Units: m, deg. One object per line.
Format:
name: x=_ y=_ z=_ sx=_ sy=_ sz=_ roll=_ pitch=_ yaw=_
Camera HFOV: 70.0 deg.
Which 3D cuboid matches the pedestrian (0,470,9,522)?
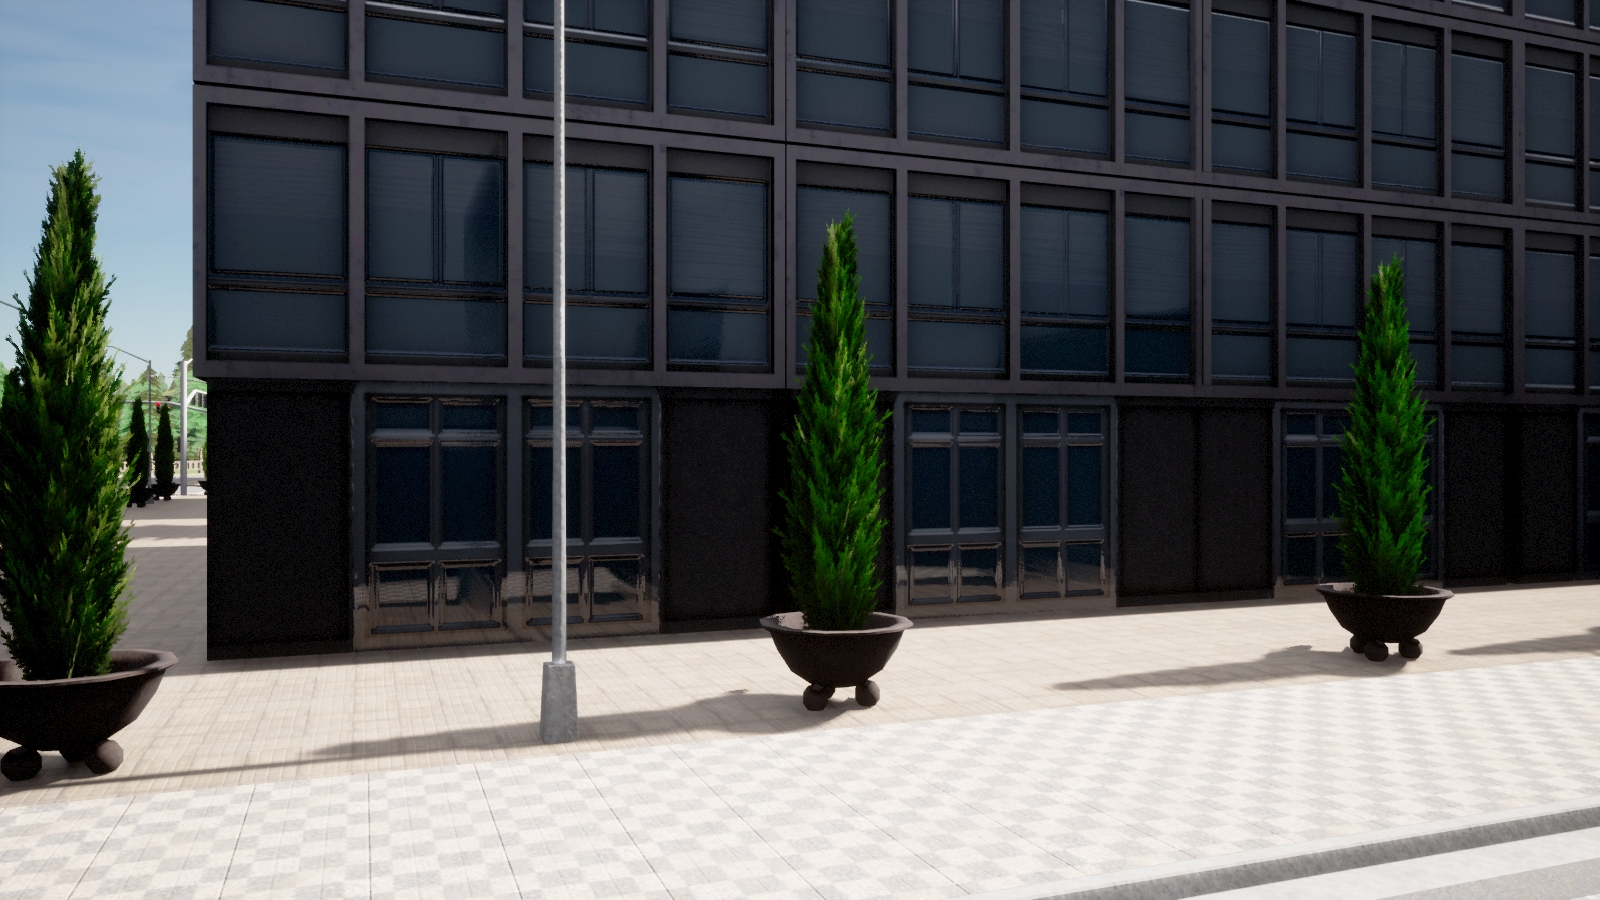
pedestrian: x=-28.519 y=1.639 z=40.750 sx=0.375 sy=1.860 sz=0.375 roll=0 pitch=0 yaw=-16
